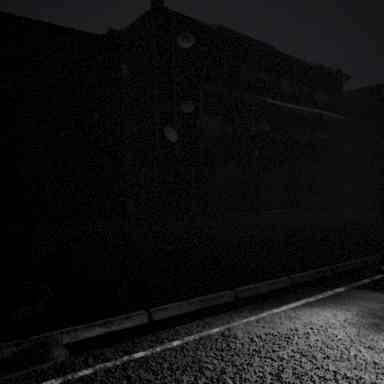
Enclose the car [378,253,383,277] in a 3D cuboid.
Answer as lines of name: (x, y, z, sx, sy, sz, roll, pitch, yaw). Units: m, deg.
car: (6.615, 1.671, 8.427, 4.718, 1.301, 1.895, 1, -1, -38)
